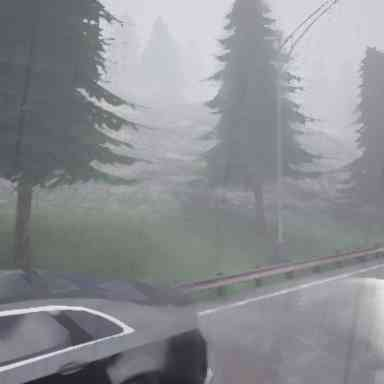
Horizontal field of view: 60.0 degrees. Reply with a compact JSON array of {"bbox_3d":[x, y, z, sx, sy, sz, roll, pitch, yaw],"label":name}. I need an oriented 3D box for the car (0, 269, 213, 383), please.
[{"bbox_3d":[-2.102,1.489,2.490,4.902,1.511,2.128,0,0,-35],"label":"car"}]
